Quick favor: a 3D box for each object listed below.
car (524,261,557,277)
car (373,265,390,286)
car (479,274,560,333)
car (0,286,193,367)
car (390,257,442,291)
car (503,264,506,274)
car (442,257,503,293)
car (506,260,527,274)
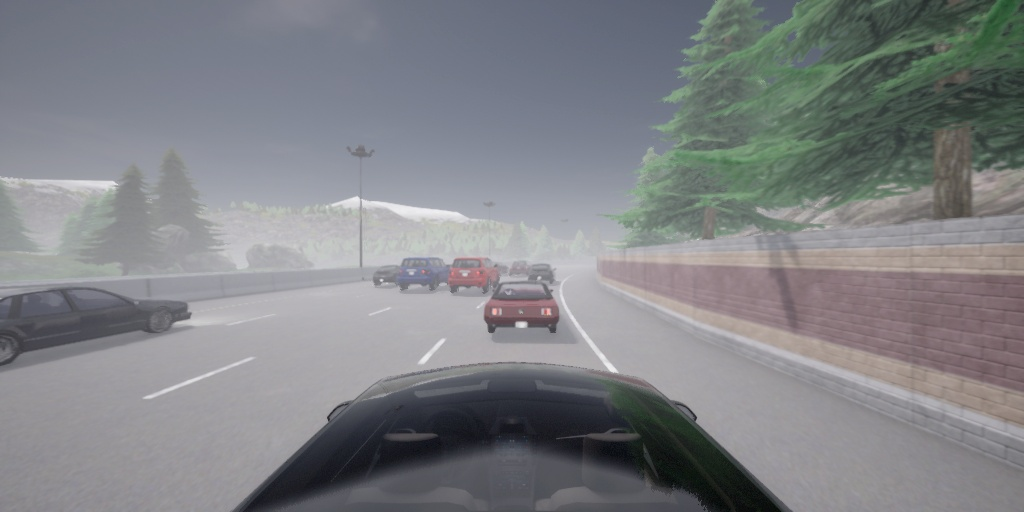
[{"bbox_3d":[2.449,1.355,28.496,1.837,1.490,4.892,-1,0,10],"label":"car"},{"bbox_3d":[-8.493,1.405,26.754,1.837,1.490,4.892,-1,0,9],"label":"car"},{"bbox_3d":[0.337,1.388,10.917,1.895,1.301,4.718,0,0,3],"label":"car"},{"bbox_3d":[-10.284,1.377,7.925,2.033,1.411,5.357,0,0,2],"label":"car"},{"bbox_3d":[-5.462,1.091,23.330,2.150,2.045,5.566,0,0,7],"label":"car"},{"bbox_3d":[-1.816,1.403,40.978,1.882,1.535,5.008,0,0,15],"label":"car"},{"bbox_3d":[-2.173,1.070,21.702,2.150,2.045,5.566,0,0,7],"label":"car"},{"bbox_3d":[1.206,1.252,38.727,2.097,1.767,4.553,0,0,14],"label":"car"}]
